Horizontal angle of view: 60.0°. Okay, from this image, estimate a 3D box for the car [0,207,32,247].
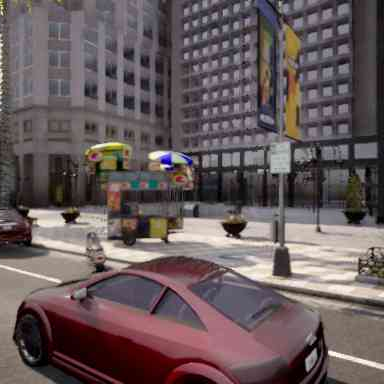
[{"bbox_3d":[-8.705,1.383,13.886,4.553,1.767,2.185,0,0,36],"label":"car"}]

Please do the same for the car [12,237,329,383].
[{"bbox_3d":[-0.492,1.569,4.343,4.181,1.385,1.994,0,0,35],"label":"car"}]
